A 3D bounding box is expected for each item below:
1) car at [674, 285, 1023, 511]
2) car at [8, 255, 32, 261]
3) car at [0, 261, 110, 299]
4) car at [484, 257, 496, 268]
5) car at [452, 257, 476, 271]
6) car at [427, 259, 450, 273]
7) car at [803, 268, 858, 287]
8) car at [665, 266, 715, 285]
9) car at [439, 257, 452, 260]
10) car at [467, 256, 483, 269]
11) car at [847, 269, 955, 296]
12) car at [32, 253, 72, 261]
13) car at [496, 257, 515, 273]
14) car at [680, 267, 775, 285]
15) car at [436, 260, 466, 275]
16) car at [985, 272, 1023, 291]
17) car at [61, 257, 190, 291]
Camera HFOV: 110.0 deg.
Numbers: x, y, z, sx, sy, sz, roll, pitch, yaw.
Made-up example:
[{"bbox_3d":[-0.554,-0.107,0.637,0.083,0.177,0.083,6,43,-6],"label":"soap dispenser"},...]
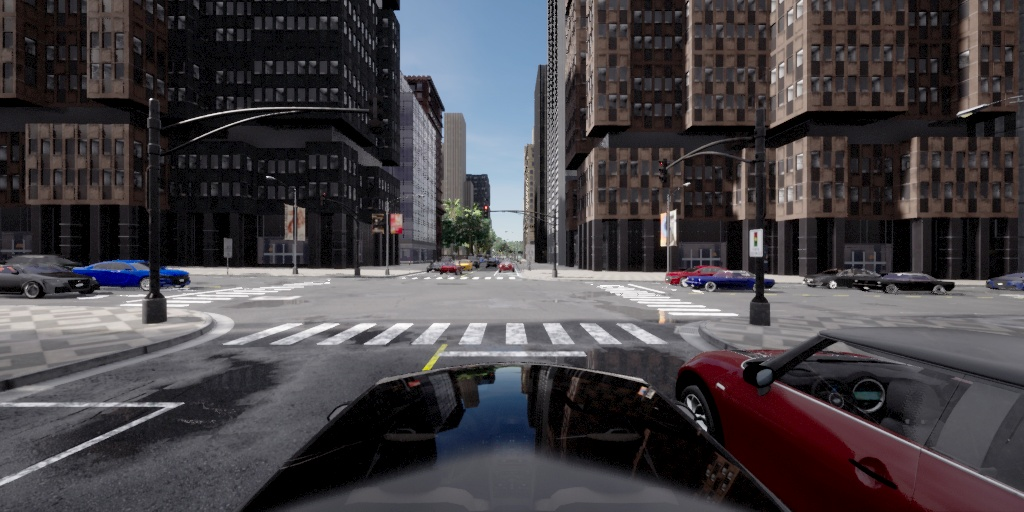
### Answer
[{"bbox_3d":[2.763,1.190,2.378,1.967,1.591,4.097,0,0,0],"label":"car"},{"bbox_3d":[-28.950,0.721,18.755,4.553,1.767,2.097,1,0,0],"label":"car"},{"bbox_3d":[-20.775,1.052,15.558,4.181,1.385,1.994,1,0,0],"label":"car"},{"bbox_3d":[-3.426,1.300,62.991,1.837,1.490,4.892,0,0,0],"label":"car"},{"bbox_3d":[-6.522,1.242,48.933,1.882,1.535,5.008,0,0,0],"label":"car"},{"bbox_3d":[-9.154,1.319,43.711,1.948,1.339,4.313,0,0,0],"label":"car"},{"bbox_3d":[23.757,1.614,25.788,4.892,1.490,1.837,1,0,0],"label":"car"},{"bbox_3d":[13.631,1.441,25.733,5.008,1.535,1.882,1,0,0],"label":"car"},{"bbox_3d":[-9.192,1.080,49.136,2.192,1.841,5.009,0,0,0],"label":"car"},{"bbox_3d":[-6.588,1.009,59.271,2.150,2.045,5.566,0,0,0],"label":"car"},{"bbox_3d":[24.474,1.725,22.546,4.718,1.301,1.895,1,0,0],"label":"car"},{"bbox_3d":[-29.662,0.705,22.201,4.553,1.767,2.097,1,0,0],"label":"car"},{"bbox_3d":[-0.629,1.193,43.768,1.967,1.591,4.097,0,0,0],"label":"car"},{"bbox_3d":[13.514,1.567,22.476,4.718,1.301,1.895,1,0,0],"label":"car"},{"bbox_3d":[-6.482,1.344,38.539,1.895,1.301,4.718,0,0,1],"label":"car"},{"bbox_3d":[37.181,1.870,25.864,4.181,1.385,1.994,1,0,0],"label":"car"},{"bbox_3d":[-19.838,0.975,18.813,5.008,1.535,1.882,1,0,0],"label":"car"}]
